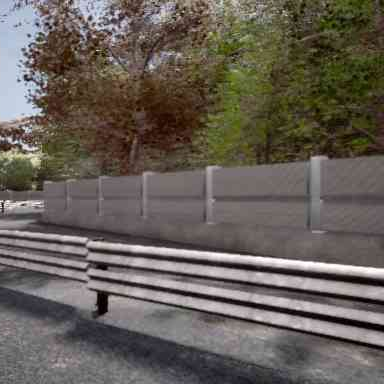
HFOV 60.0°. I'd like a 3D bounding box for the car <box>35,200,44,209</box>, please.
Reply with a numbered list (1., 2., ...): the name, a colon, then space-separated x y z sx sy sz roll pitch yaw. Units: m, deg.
1. car: -24.802 2.091 56.381 1.812 1.442 4.674 -1 0 13
